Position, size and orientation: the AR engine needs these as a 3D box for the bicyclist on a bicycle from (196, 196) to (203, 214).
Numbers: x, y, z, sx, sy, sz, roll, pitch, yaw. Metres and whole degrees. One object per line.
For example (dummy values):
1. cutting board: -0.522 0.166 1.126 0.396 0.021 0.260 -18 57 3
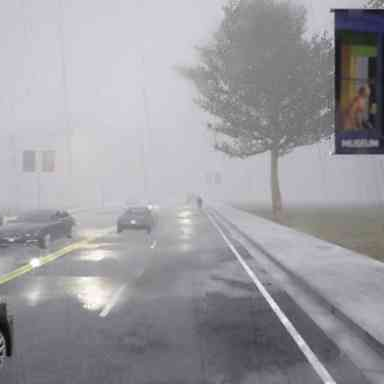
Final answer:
1. bicyclist on a bicycle: 0.889 1.385 35.408 0.659 1.776 1.843 0 0 0

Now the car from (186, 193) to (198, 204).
1. car: 0.006 1.261 66.083 2.150 2.045 5.566 0 -1 0

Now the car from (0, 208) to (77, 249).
1. car: -6.600 1.509 14.587 1.837 1.490 4.892 0 0 0

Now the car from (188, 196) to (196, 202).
1. car: -0.010 1.616 78.177 1.994 1.385 4.181 0 0 0

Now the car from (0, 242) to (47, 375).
1. car: -3.151 1.492 2.254 2.128 1.511 4.902 0 0 0

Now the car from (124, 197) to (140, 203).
1. car: -9.805 1.582 55.011 2.033 1.411 5.357 0 0 1

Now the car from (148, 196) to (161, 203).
1. car: -6.545 1.530 57.913 2.128 1.511 4.902 0 0 1

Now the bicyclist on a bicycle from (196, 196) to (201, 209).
1. bicyclist on a bicycle: 0.887 1.394 44.608 0.659 1.776 1.843 0 0 0

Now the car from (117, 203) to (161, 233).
1. car: -3.152 1.570 19.850 1.994 1.385 4.181 0 0 0
